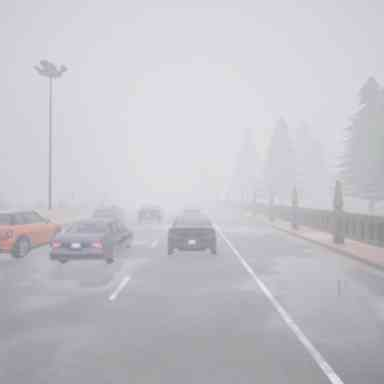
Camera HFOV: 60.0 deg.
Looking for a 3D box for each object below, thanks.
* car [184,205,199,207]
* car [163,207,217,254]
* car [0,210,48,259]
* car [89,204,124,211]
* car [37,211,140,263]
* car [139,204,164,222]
[{"bbox_3d":[-0.042,1.836,28.876,1.812,1.442,4.674,0,0,-1],"label":"car"},{"bbox_3d":[0.017,1.631,14.235,1.882,1.535,5.008,0,0,0],"label":"car"},{"bbox_3d":[-6.989,1.496,13.407,2.097,1.767,4.553,0,-1,0],"label":"car"},{"bbox_3d":[-7.035,1.800,28.482,2.128,1.511,4.902,0,0,-1],"label":"car"},{"bbox_3d":[-3.495,1.683,12.520,2.033,1.411,5.357,0,-1,0],"label":"car"},{"bbox_3d":[-3.547,1.792,29.239,1.882,1.535,5.008,0,0,-1],"label":"car"}]
